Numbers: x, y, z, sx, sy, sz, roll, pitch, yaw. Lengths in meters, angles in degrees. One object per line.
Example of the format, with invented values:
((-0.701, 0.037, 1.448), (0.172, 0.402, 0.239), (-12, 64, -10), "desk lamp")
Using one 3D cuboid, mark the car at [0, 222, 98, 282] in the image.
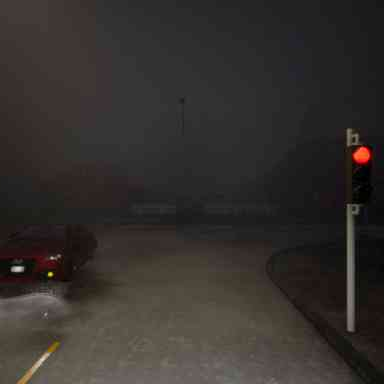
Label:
((-4.064, 1.564, 9.534), (1.994, 1.385, 4.181), (0, 0, -3), "car")
